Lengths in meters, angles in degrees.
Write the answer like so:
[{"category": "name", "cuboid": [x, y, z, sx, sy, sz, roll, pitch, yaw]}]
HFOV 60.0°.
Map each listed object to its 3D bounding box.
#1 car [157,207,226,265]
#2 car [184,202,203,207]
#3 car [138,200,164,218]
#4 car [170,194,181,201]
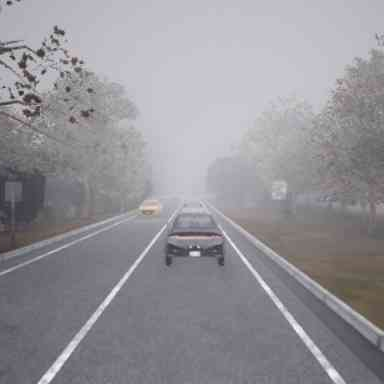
[{"category": "car", "cuboid": [0.090, 1.499, 11.675, 2.128, 1.511, 4.902, 0, 0, 0]}, {"category": "car", "cuboid": [0.092, 1.566, 29.716, 1.895, 1.301, 4.718, 0, 0, 0]}, {"category": "car", "cuboid": [-3.605, 1.443, 29.650, 1.882, 1.535, 5.008, 0, 0, 0]}, {"category": "car", "cuboid": [-3.514, 1.197, 70.868, 1.837, 1.490, 4.892, 0, 0, 0]}]
